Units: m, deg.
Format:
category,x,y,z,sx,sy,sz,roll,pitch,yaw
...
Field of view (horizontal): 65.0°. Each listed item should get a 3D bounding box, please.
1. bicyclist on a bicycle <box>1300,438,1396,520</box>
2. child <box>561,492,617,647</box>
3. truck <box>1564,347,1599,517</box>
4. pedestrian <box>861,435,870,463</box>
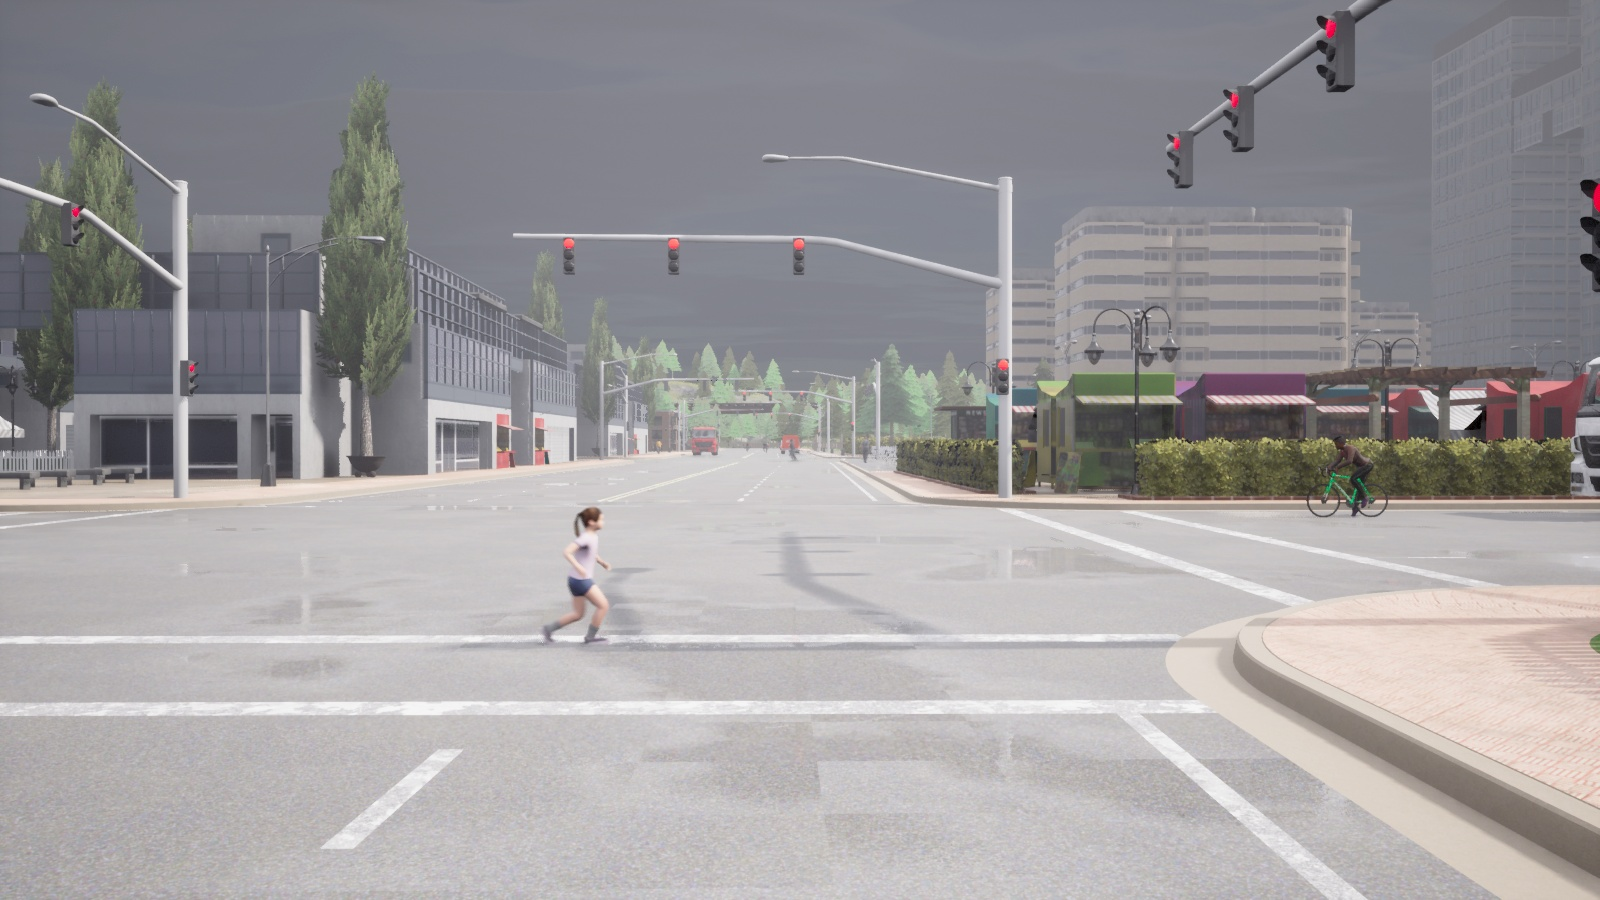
category,x,y,z,sx,sy,sz,roll,pitch,yaw
bicyclist on a bicycle,10.932,0.567,25.075,1.656,1.620,0.582,0,0,-1
child,-1.557,0.869,9.246,0.394,1.110,0.255,0,0,-12
truck,20.193,-0.362,25.251,7.936,3.462,2.891,0,0,-1
pedestrian,4.296,-0.059,82.738,0.540,1.848,0.694,0,0,1
